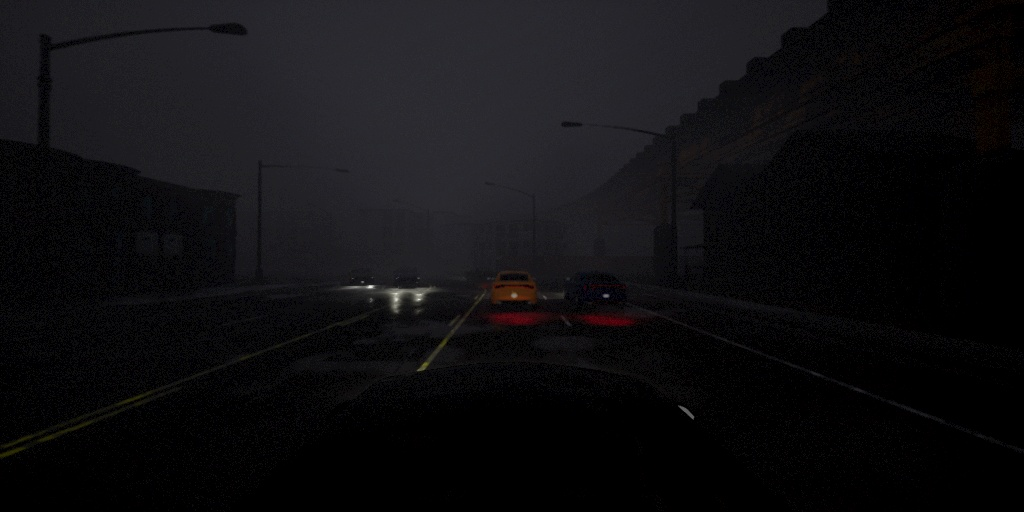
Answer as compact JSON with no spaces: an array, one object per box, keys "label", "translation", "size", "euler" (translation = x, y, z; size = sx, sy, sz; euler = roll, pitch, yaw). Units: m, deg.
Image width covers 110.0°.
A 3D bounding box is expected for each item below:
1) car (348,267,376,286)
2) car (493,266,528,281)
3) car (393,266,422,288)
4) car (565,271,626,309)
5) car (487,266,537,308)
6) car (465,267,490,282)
[{"label":"car","translation":[-12.462,1.632,29.794],"size":[2.033,1.411,5.357],"euler":[0,-1,-24]},{"label":"car","translation":[-0.259,1.729,36.596],"size":[1.994,1.385,4.181],"euler":[0,-1,-25]},{"label":"car","translation":[-8.126,1.538,27.812],"size":[1.882,1.535,5.008],"euler":[1,-1,-18]},{"label":"car","translation":[3.581,1.399,16.134],"size":[1.882,1.535,5.008],"euler":[0,-1,0]},{"label":"car","translation":[0.080,1.401,16.322],"size":[1.882,1.535,5.008],"euler":[0,-1,0]},{"label":"car","translation":[-3.054,1.743,34.669],"size":[1.895,1.301,4.718],"euler":[0,-1,-24]}]
